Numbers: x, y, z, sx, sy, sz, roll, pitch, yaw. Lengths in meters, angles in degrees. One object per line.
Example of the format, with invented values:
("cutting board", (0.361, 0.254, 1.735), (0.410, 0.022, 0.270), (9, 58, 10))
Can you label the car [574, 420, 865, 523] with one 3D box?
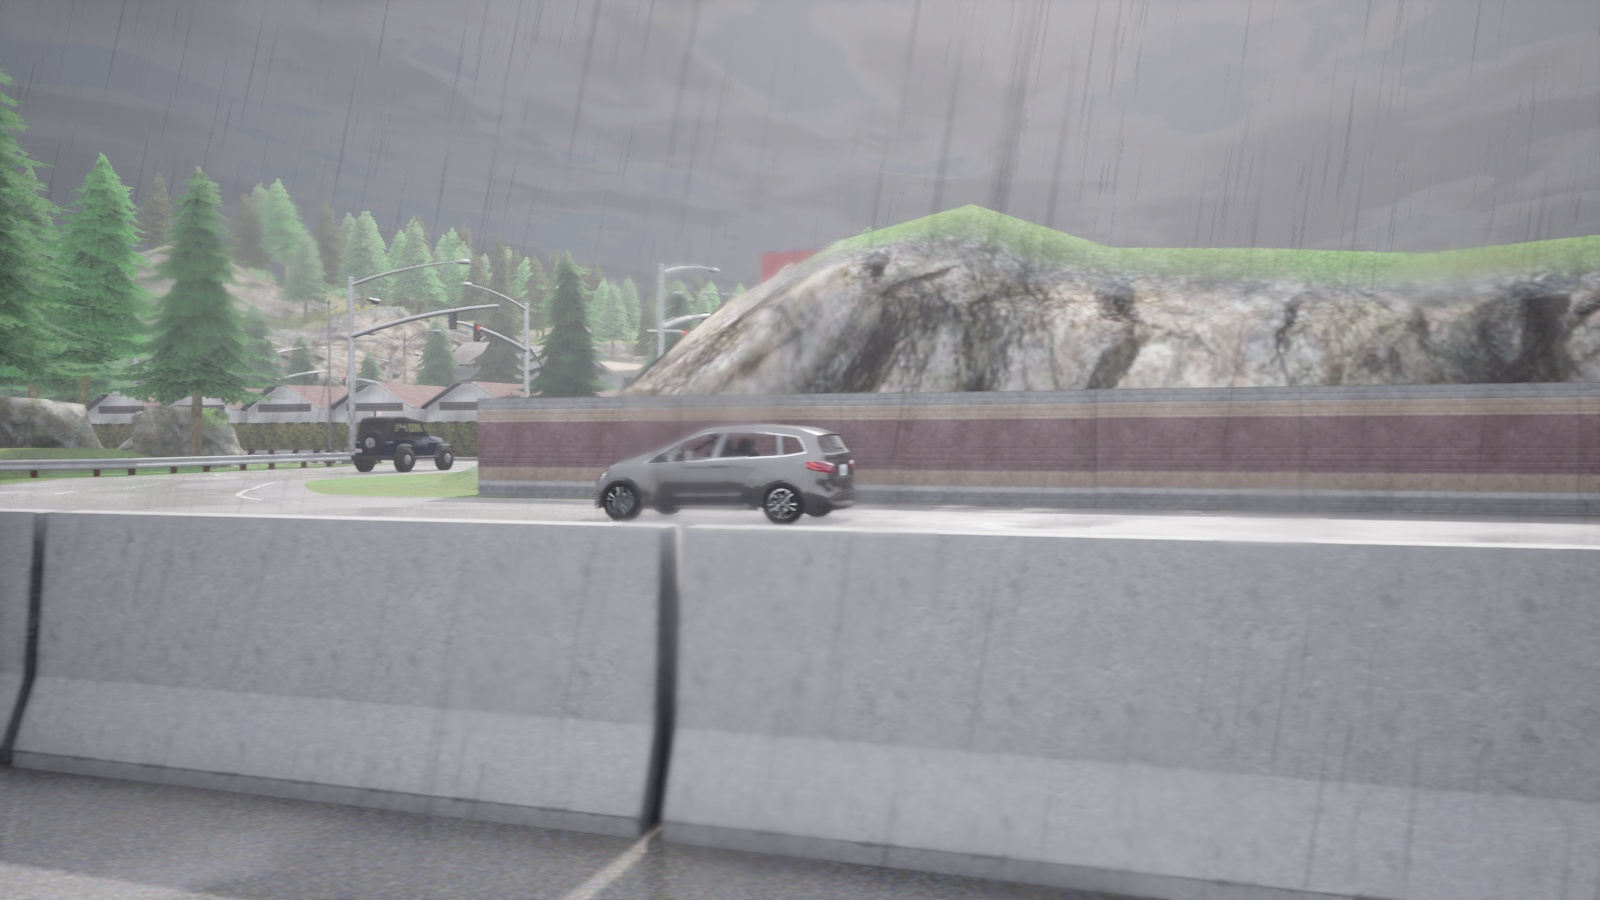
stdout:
("car", (-1.376, 0.311, 22.119), (4.611, 1.667, 2.242), (1, 1, 18))

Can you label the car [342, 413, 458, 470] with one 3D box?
("car", (-13.712, -0.318, 43.266), (1.905, 1.878, 3.866), (1, 1, 18))
